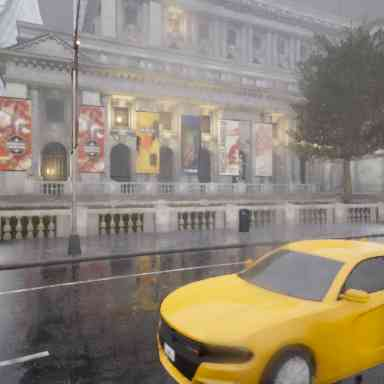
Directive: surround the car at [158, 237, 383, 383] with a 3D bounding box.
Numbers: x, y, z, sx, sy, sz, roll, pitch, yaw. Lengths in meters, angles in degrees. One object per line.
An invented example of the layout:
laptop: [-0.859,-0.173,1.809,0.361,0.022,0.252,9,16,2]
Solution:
car: [1.964,1.477,4.806,5.008,1.535,1.882,0,0,-28]
